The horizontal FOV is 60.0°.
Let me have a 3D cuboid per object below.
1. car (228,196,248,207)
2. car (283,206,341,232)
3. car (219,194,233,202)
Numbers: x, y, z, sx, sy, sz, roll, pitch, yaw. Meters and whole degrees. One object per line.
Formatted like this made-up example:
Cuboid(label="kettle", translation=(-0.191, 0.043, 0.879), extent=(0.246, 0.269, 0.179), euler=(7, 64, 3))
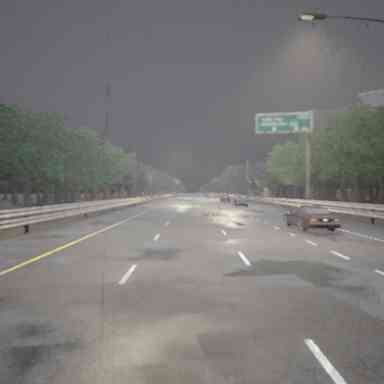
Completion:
Cuboid(label="car", translation=(7.100, 1.503, 49.583), extent=(2.033, 1.411, 5.357), euler=(0, 0, 0))
Cuboid(label="car", translation=(7.022, 1.536, 19.991), extent=(2.033, 1.411, 5.357), euler=(0, 0, 0))
Cuboid(label="car", translation=(7.162, 1.288, 72.541), extent=(2.097, 1.767, 4.553), euler=(0, 0, 0))
